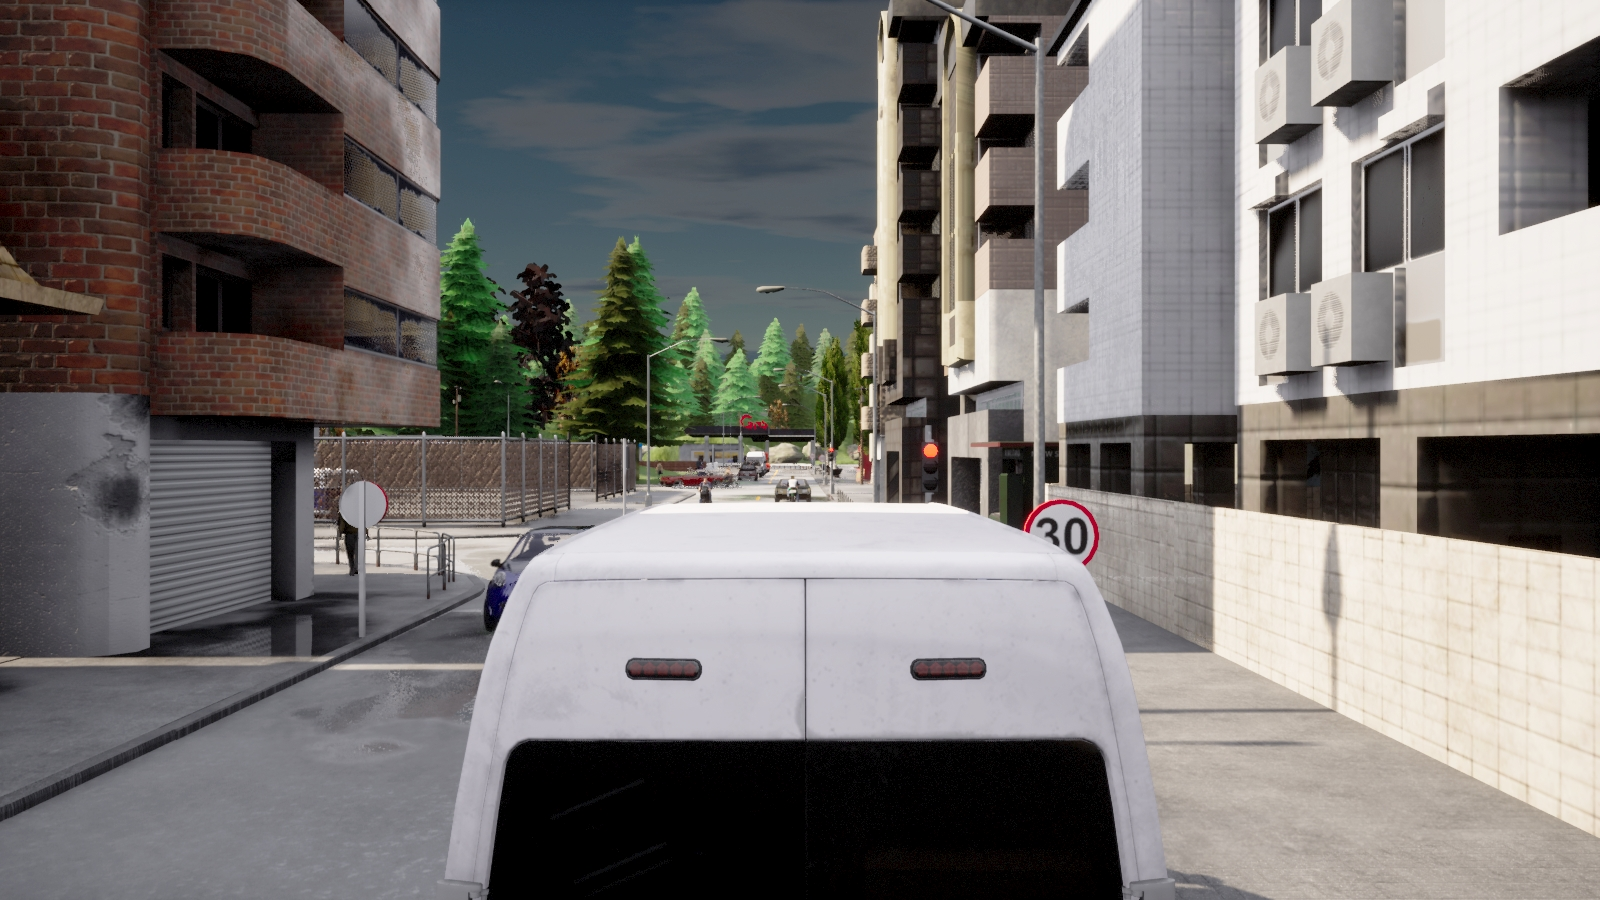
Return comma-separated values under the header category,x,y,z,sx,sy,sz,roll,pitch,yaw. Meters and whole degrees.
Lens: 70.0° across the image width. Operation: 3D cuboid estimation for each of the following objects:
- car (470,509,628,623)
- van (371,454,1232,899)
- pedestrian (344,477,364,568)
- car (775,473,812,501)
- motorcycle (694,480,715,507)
category,x,y,z,sx,sy,sz,roll,pitch,yaw
car,-3.981,1.810,18.696,1.845,1.501,3.633,0,0,-1
van,-0.009,1.312,5.597,1.988,2.561,5.915,0,0,0
pedestrian,-9.329,1.506,23.904,0.375,1.860,0.375,0,0,-24
car,-0.339,1.912,60.159,1.895,1.301,4.718,0,0,0
motorcycle,-4.334,1.973,52.180,0.803,1.145,2.033,0,0,0
